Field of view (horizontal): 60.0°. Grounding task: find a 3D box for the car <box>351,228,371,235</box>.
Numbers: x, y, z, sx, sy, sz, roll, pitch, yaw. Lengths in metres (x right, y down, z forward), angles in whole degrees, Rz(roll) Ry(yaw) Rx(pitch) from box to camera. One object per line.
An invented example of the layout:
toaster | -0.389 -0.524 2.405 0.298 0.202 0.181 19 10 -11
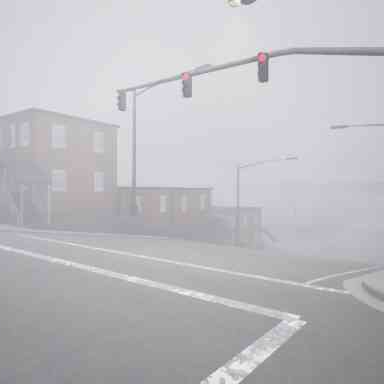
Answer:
car | 39.209 9.154 77.103 1.853 1.218 4.536 0 0 -9

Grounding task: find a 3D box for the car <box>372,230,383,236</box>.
car | 42.933 9.171 74.256 4.536 1.218 1.853 0 0 1

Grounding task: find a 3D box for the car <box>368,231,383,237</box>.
car | 42.881 9.329 74.257 4.974 1.542 2.038 0 0 1

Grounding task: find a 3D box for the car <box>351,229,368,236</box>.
car | 39.217 9.312 77.052 2.038 1.542 4.974 0 0 -9
